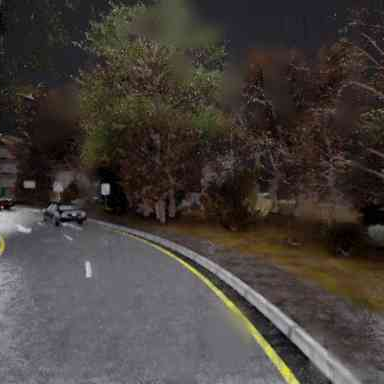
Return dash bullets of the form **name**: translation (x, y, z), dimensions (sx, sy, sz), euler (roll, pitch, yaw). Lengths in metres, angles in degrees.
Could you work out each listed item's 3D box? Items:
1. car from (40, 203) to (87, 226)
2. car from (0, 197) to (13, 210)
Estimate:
- **car**: translation (-8.904, 1.439, 22.899), dimensions (2.033, 1.411, 5.357), euler (0, 1, -37)
- **car**: translation (-20.307, 1.158, 33.703), dimensions (4.718, 1.301, 1.895), euler (1, 1, 32)
